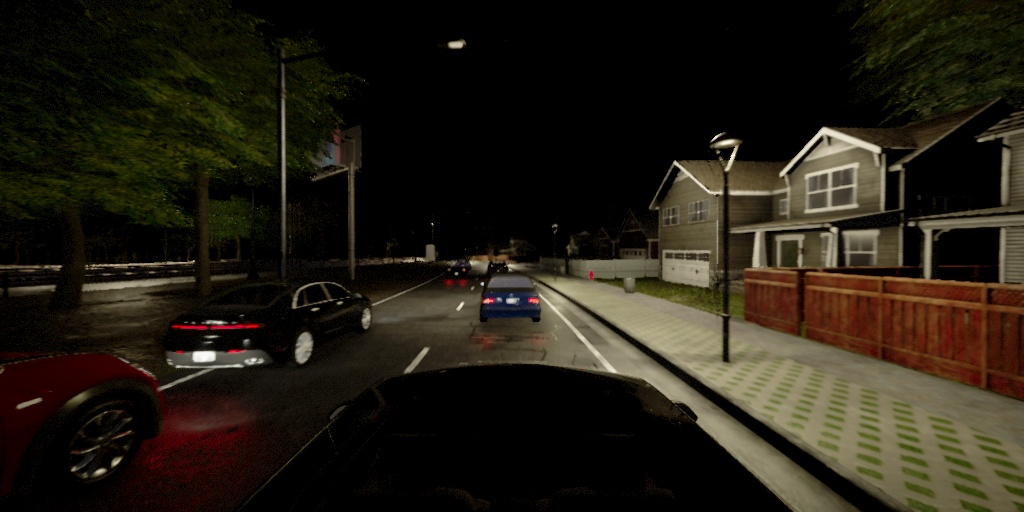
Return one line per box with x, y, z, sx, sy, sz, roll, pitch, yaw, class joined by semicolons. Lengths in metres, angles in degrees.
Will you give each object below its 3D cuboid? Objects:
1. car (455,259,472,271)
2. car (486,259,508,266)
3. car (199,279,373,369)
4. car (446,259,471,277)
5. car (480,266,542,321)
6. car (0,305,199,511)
-6.048;1.070;44.543;1.994;1.385;4.181;0;0;-7;car
-1.378;1.057;33.400;2.128;1.511;4.902;0;0;-5;car
-4.607;1.233;7.732;1.837;1.490;4.892;0;0;-1;car
-4.805;1.186;32.220;1.895;1.301;4.718;0;0;-5;car
-0.098;1.239;12.112;2.033;1.411;5.357;0;0;-2;car
-4.536;1.111;1.691;2.097;1.767;4.553;0;0;0;car
